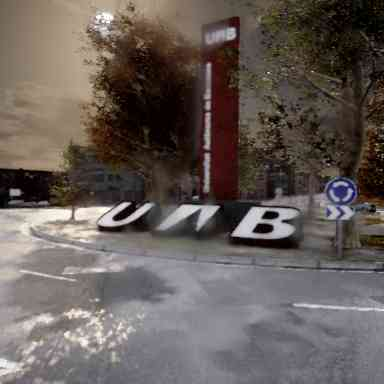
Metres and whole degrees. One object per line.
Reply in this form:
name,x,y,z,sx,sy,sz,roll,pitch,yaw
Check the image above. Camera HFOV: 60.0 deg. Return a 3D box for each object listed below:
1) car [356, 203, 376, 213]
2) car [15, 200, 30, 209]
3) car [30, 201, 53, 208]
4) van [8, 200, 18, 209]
car,19.866,1.828,40.298,1.994,1.385,4.181,1,0,-41
car,-33.145,2.791,67.679,4.792,1.488,2.163,-4,-3,37
car,-28.750,2.529,64.389,4.674,1.452,2.002,-4,-4,37
van,-37.632,2.815,71.060,4.442,1.987,1.878,-4,-3,37
